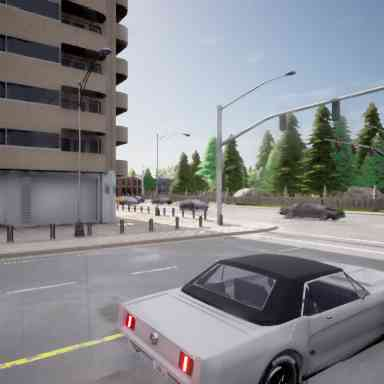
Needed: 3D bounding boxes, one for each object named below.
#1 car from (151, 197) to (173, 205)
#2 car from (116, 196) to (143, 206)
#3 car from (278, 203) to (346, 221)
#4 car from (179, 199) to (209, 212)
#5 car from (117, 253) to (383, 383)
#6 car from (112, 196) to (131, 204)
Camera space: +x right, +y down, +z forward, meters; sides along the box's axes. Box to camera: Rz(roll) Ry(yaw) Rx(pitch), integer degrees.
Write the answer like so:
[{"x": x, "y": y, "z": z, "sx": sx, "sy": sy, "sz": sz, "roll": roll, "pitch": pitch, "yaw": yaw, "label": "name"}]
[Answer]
[{"x": -5.593, "y": 1.603, "z": 61.145, "sx": 2.033, "sy": 1.411, "sz": 5.357, "roll": 0, "pitch": 0, "yaw": -36, "label": "car"}, {"x": -10.543, "y": 1.581, "z": 55.768, "sx": 1.812, "sy": 1.442, "sz": 4.674, "roll": 0, "pitch": 0, "yaw": -35, "label": "car"}, {"x": 9.839, "y": 1.599, "z": 27.683, "sx": 2.033, "sy": 1.411, "sz": 5.357, "roll": 0, "pitch": 0, "yaw": -39, "label": "car"}, {"x": 0.156, "y": 1.581, "z": 40.835, "sx": 1.812, "sy": 1.442, "sz": 4.674, "roll": 0, "pitch": 0, "yaw": -36, "label": "car"}, {"x": 1.480, "y": 1.601, "z": 4.833, "sx": 4.718, "sy": 1.301, "sz": 1.895, "roll": 0, "pitch": 0, "yaw": -35, "label": "car"}, {"x": -14.240, "y": 1.533, "z": 67.153, "sx": 1.882, "sy": 1.535, "sz": 5.008, "roll": 0, "pitch": 0, "yaw": -36, "label": "car"}]
